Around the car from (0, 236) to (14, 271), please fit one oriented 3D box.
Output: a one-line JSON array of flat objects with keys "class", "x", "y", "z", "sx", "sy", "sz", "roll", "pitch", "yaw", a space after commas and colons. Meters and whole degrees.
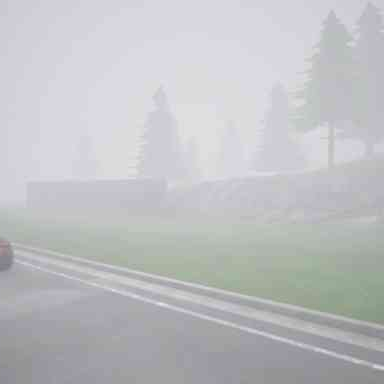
[{"class": "car", "x": -6.946, "y": 1.519, "z": 9.638, "sx": 4.181, "sy": 1.385, "sz": 1.994, "roll": 0, "pitch": 0, "yaw": 38}]
